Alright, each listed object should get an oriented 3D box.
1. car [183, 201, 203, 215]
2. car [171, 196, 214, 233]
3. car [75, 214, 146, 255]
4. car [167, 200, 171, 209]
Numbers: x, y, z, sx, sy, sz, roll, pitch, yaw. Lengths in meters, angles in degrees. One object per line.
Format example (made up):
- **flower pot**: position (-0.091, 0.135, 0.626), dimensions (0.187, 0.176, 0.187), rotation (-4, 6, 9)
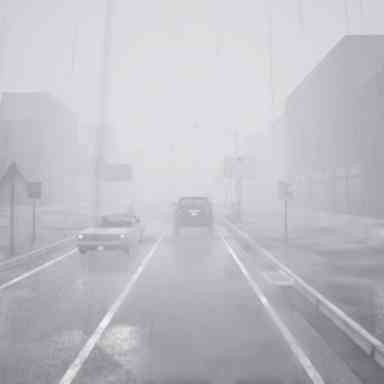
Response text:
- **car**: position (0.094, 1.787, 38.340), dimensions (2.128, 1.511, 4.902), rotation (0, -1, 0)
- **car**: position (0.088, 1.247, 19.803), dimensions (2.150, 2.045, 5.566), rotation (0, 0, 0)
- **car**: position (-3.102, 1.606, 13.538), dimensions (1.895, 1.301, 4.718), rotation (0, 0, 0)
- **car**: position (-3.063, 2.038, 55.529), dimensions (1.837, 1.490, 4.892), rotation (0, 0, 0)
